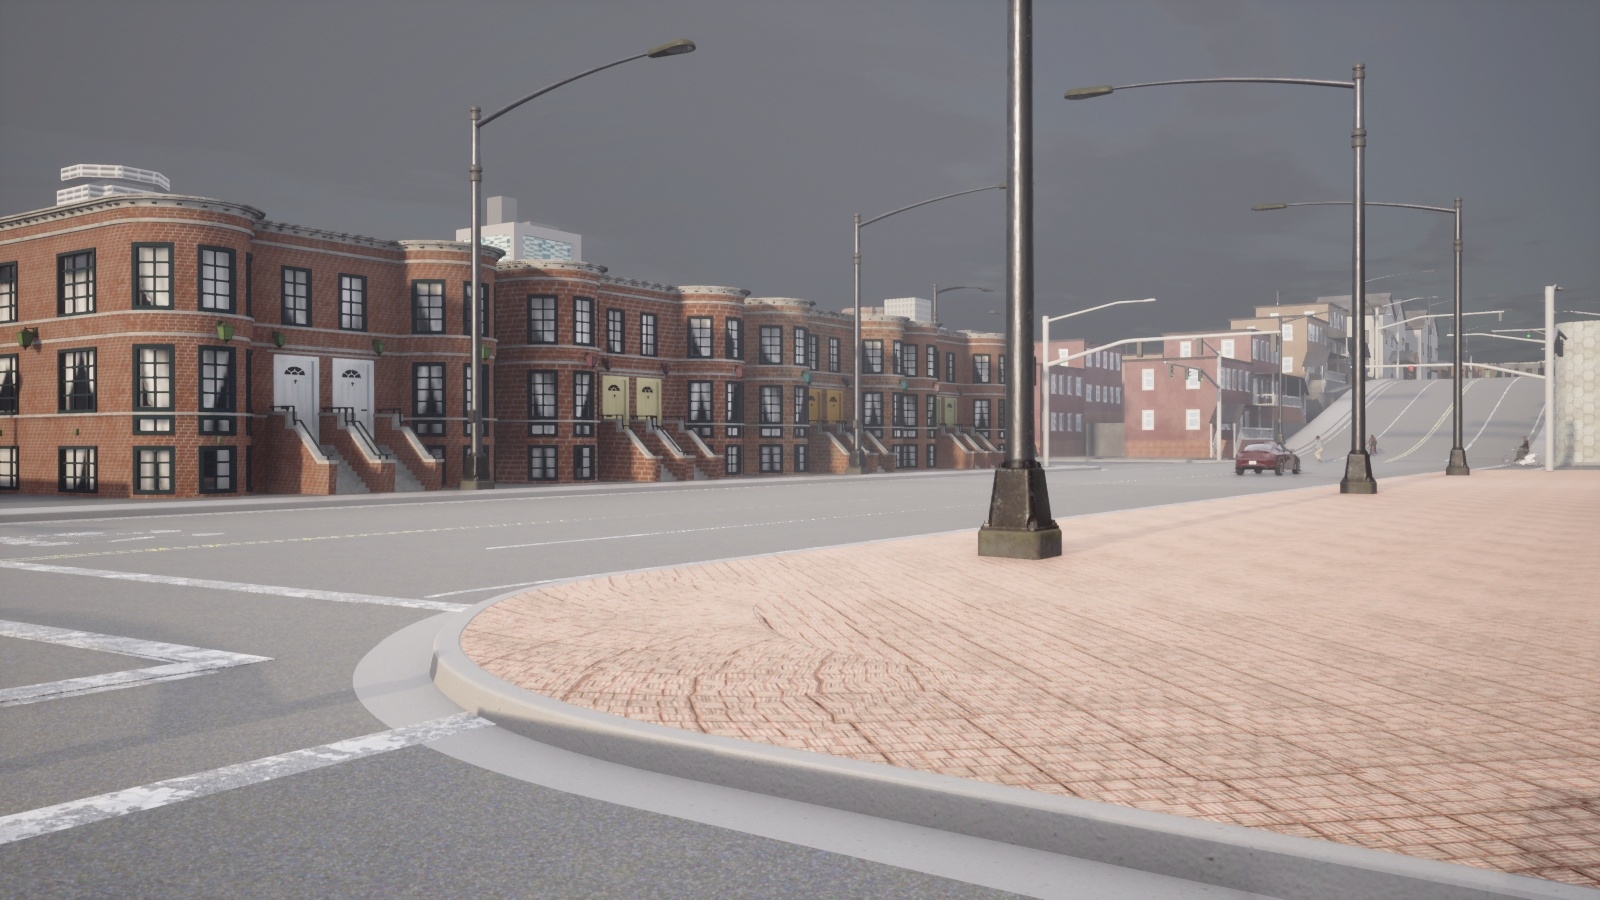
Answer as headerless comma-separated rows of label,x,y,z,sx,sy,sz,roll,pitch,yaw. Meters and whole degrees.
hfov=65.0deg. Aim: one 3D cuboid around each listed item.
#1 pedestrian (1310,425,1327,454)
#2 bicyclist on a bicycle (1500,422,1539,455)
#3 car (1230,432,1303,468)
pedestrian,34.497,-0.706,83.474,0.900,1.855,0.874,-1,0,30
bicyclist on a bicycle,39.910,-0.645,69.658,1.843,1.776,0.659,-1,1,27
car,20.079,-0.017,53.914,1.812,1.442,4.674,-1,0,35
